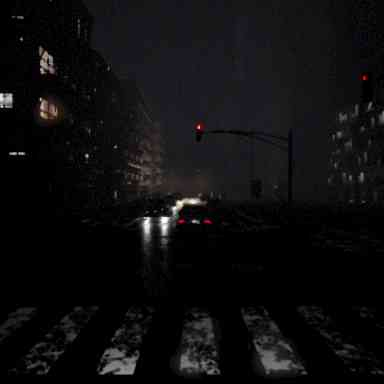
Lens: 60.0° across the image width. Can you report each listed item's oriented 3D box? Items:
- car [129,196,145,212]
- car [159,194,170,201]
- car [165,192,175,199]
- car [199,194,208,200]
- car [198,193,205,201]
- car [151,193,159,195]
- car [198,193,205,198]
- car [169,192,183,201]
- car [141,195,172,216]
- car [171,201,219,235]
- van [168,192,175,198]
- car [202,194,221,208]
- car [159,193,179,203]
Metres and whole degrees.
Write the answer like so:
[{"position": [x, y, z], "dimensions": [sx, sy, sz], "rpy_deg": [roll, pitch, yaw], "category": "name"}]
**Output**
[{"position": [-5.716, 1.343, 36.134], "dimensions": [1.887, 1.381, 4.507], "rpy_deg": [-1, 0, 0], "category": "car"}, {"position": [-5.730, 1.201, 70.028], "dimensions": [1.802, 1.307, 4.206], "rpy_deg": [-1, 0, 0], "category": "car"}, {"position": [-5.741, 0.847, 86.973], "dimensions": [2.192, 1.841, 5.009], "rpy_deg": [-1, 0, 0], "category": "car"}, {"position": [2.615, 1.134, 75.737], "dimensions": [1.887, 1.381, 4.507], "rpy_deg": [-1, 0, 0], "category": "car"}, {"position": [2.619, 1.199, 64.439], "dimensions": [2.008, 1.369, 4.403], "rpy_deg": [-1, 0, 0], "category": "car"}, {"position": [-5.720, 1.207, 41.783], "dimensions": [1.967, 1.590, 4.097], "rpy_deg": [-1, 0, 0], "category": "car"}, {"position": [2.607, 1.028, 92.854], "dimensions": [1.752, 1.417, 4.829], "rpy_deg": [-1, 0, 0], "category": "car"}, {"position": [-3.026, 0.965, 64.578], "dimensions": [2.150, 2.045, 5.566], "rpy_deg": [0, 0, 0], "category": "car"}, {"position": [-3.112, 1.332, 30.120], "dimensions": [1.837, 1.490, 4.892], "rpy_deg": [0, 1, 0], "category": "car"}, {"position": [0.096, 1.408, 17.768], "dimensions": [2.033, 1.411, 5.357], "rpy_deg": [1, 0, 0], "category": "car"}, {"position": [-5.743, 0.845, 92.621], "dimensions": [1.690, 1.788, 3.998], "rpy_deg": [-1, 0, 0], "category": "van"}, {"position": [2.628, 1.312, 41.844], "dimensions": [1.887, 1.381, 4.507], "rpy_deg": [-1, 0, 0], "category": "car"}, {"position": [-3.108, 1.271, 45.878], "dimensions": [1.812, 1.442, 4.674], "rpy_deg": [0, 0, 0], "category": "car"}]
